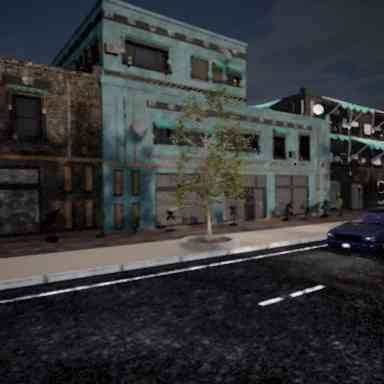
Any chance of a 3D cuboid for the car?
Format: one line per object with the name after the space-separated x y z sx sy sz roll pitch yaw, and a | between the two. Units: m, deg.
7.476 1.438 13.010 5.357 1.411 2.033 -1 0 -36 | car
